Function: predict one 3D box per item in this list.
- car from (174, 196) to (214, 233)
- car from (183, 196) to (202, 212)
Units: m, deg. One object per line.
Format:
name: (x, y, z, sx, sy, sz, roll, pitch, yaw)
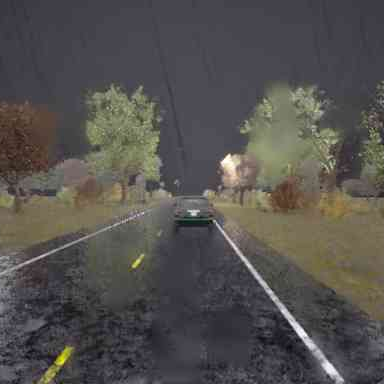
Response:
car: (0.092, 1.230, 19.763, 2.150, 2.045, 5.566, 0, 0, 0)
car: (0.085, 1.404, 39.474, 2.097, 1.767, 4.553, 0, 0, 0)
